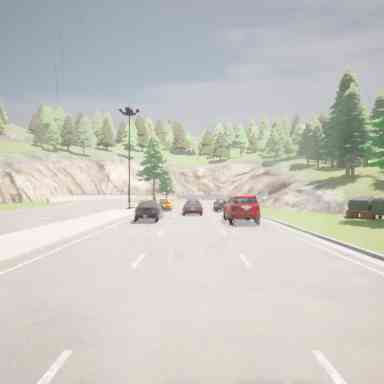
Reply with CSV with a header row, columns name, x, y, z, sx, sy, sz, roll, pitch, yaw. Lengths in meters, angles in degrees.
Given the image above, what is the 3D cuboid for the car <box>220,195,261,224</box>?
name,x,y,z,sx,sy,sz,roll,pitch,yaw
car,3.600,1.223,24.671,2.150,2.045,5.566,0,0,0

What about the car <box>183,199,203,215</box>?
name,x,y,z,sx,sy,sz,roll,pitch,yaw
car,0.088,1.564,33.670,1.994,1.385,4.181,0,0,1

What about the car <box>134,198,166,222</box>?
name,x,y,z,sx,sy,sz,roll,pitch,yaw
car,-3.399,1.503,26.484,1.837,1.490,4.892,0,-1,0

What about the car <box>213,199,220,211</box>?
name,x,y,z,sx,sy,sz,roll,pitch,yaw
car,3.606,1.547,40.140,2.033,1.411,5.357,0,0,0

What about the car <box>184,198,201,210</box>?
name,x,y,z,sx,sy,sz,roll,pitch,yaw
car,0.131,1.548,43.247,2.033,1.411,5.357,0,0,1

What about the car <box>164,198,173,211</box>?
name,x,y,z,sx,sy,sz,roll,pitch,yaw
car,-3.377,1.478,41.462,1.882,1.535,5.008,0,0,0
